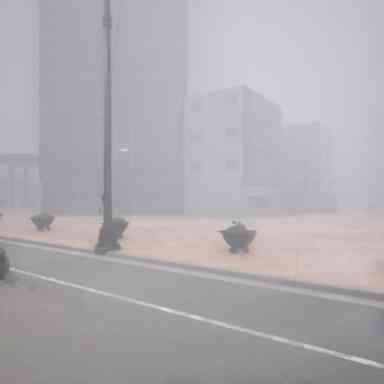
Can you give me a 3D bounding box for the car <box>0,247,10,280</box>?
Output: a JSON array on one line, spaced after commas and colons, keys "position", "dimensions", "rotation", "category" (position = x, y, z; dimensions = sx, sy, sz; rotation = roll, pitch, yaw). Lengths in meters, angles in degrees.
[{"position": [-6.631, 1.606, 8.720], "dimensions": [4.181, 1.385, 1.994], "rotation": [0, 0, 35], "category": "car"}]
